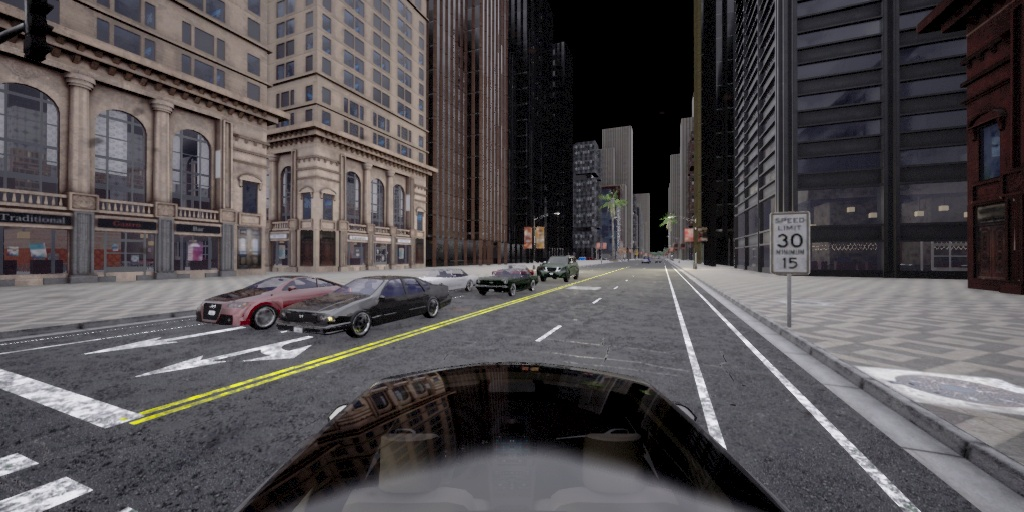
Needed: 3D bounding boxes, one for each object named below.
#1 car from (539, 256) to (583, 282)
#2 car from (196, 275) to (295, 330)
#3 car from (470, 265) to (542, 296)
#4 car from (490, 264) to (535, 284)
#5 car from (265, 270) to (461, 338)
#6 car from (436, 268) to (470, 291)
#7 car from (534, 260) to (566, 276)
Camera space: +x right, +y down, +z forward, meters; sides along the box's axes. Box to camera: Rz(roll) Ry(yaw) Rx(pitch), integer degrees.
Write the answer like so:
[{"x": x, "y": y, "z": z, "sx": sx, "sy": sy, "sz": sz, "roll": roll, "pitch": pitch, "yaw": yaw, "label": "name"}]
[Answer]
[{"x": 3.990, "y": 0.987, "z": 29.349, "sx": 2.150, "sy": 2.045, "sz": 5.566, "roll": 0, "pitch": 0, "yaw": 23, "label": "car"}, {"x": -7.121, "y": 1.315, "z": 11.264, "sx": 1.994, "sy": 1.385, "sz": 4.181, "roll": 0, "pitch": 0, "yaw": 23, "label": "car"}, {"x": -0.151, "y": 1.358, "z": 19.486, "sx": 1.895, "sy": 1.301, "sz": 4.718, "roll": 0, "pitch": 0, "yaw": 23, "label": "car"}, {"x": 0.118, "y": 1.364, "z": 28.530, "sx": 1.895, "sy": 1.301, "sz": 4.718, "roll": 0, "pitch": 0, "yaw": 23, "label": "car"}, {"x": -3.861, "y": 1.299, "z": 10.644, "sx": 2.033, "sy": 1.411, "sz": 5.357, "roll": 0, "pitch": 0, "yaw": 23, "label": "car"}, {"x": -3.736, "y": 1.357, "z": 19.345, "sx": 1.895, "sy": 1.301, "sz": 4.718, "roll": 0, "pitch": 0, "yaw": 23, "label": "car"}, {"x": 4.101, "y": 1.251, "z": 37.927, "sx": 1.882, "sy": 1.535, "sz": 5.008, "roll": 0, "pitch": 0, "yaw": 23, "label": "car"}]
